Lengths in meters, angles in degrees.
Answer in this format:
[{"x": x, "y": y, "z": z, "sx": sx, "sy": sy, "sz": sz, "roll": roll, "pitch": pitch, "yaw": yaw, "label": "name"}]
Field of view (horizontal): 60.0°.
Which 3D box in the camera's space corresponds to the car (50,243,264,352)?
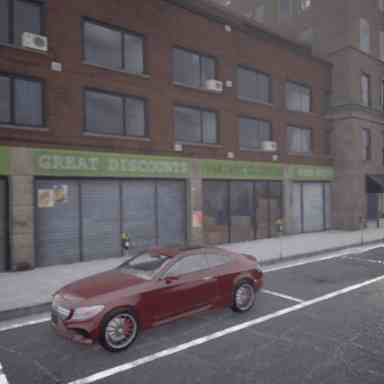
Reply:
[{"x": -0.400, "y": 1.678, "z": 6.282, "sx": 4.206, "sy": 1.307, "sz": 1.802, "roll": 0, "pitch": -2, "yaw": -37, "label": "car"}]
